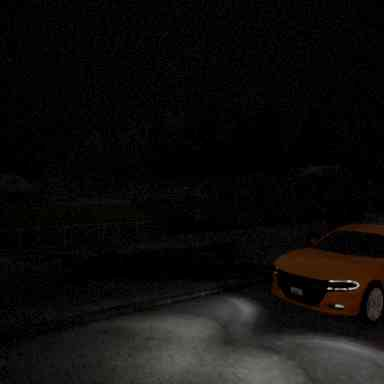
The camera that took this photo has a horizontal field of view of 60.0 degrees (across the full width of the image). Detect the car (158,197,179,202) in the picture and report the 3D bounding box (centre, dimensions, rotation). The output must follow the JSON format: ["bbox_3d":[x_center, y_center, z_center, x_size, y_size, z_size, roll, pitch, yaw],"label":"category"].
[{"bbox_3d":[-4.212,1.601,60.087,1.895,1.301,4.718,0,0,-35],"label":"car"}]

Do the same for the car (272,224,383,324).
[{"bbox_3d":[3.897,1.477,7.308,5.008,1.535,1.882,0,0,-35],"label":"car"}]

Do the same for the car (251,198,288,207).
[{"bbox_3d":[9.381,1.504,40.481,1.837,1.490,4.892,0,0,-35],"label":"car"}]
